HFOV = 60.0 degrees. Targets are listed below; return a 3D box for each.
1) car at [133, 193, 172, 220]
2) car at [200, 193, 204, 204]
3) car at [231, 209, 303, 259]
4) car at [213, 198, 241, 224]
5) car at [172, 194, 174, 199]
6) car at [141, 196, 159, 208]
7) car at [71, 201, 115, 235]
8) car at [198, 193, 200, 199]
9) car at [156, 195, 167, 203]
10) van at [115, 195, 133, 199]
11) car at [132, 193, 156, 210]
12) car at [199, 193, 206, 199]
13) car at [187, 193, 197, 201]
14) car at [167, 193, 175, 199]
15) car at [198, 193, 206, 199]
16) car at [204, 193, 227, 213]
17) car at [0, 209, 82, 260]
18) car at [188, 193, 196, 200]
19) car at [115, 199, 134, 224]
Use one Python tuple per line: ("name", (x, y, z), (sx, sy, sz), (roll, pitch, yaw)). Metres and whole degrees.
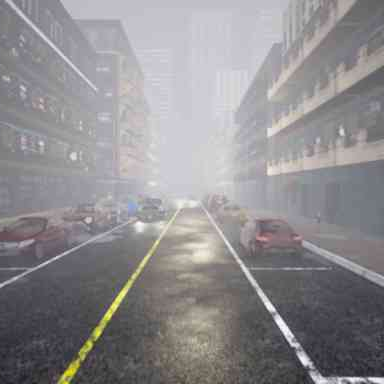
("car", (-3.020, 1.216, 26.210), (2.097, 1.767, 4.553), (0, 0, 0))
("car", (2.675, 1.081, 45.597), (2.192, 1.841, 5.009), (-1, 0, 0))
("car", (2.681, 1.520, 11.987), (1.802, 1.307, 4.206), (-1, 0, 0))
("car", (2.679, 1.405, 23.360), (1.752, 1.417, 4.829), (-1, 0, 0))
("car", (-5.704, 1.147, 79.239), (2.008, 1.369, 4.403), (-1, 0, 0))
("car", (-5.709, 1.317, 45.627), (2.008, 1.369, 4.403), (-1, 0, 0))
("car", (-5.669, 1.349, 17.616), (1.967, 1.590, 4.097), (-1, 0, 0))
("car", (2.675, 1.024, 56.801), (2.192, 1.841, 5.009), (-1, 0, 0))
("car", (-5.703, 1.263, 62.432), (1.802, 1.307, 4.206), (-1, 0, 0))
("van", (-5.671, 1.193, 28.819), (1.690, 1.788, 3.998), (-1, 0, 0))
("car", (-5.695, 1.109, 40.023), (2.192, 1.841, 5.009), (-1, 0, 0))
("car", (2.676, 1.093, 84.982), (1.752, 1.417, 4.829), (-1, 0, 0))
("car", (-0.003, 1.238, 68.652), (1.895, 1.301, 4.718), (0, 0, 0))
("car", (-5.704, 1.091, 90.442), (2.008, 1.369, 4.403), (-1, 0, 0))
("car", (2.676, 1.106, 90.414), (1.947, 1.339, 4.313), (-1, 0, 0))
("car", (2.676, 1.138, 34.393), (2.192, 1.841, 5.009), (-1, 0, 0))
("car", (-5.667, 1.520, 12.015), (1.802, 1.307, 4.206), (-1, 0, 0))
("car", (-0.003, 0.978, 78.629), (1.882, 1.535, 5.008), (0, 0, 0))
("car", (-5.668, 1.431, 23.218), (2.008, 1.369, 4.403), (-1, 0, 0))
